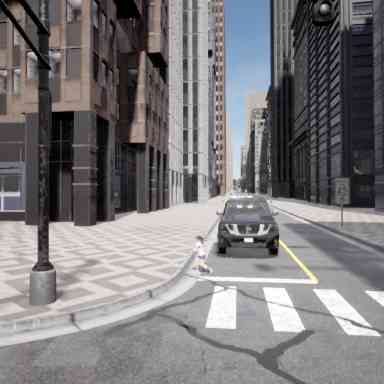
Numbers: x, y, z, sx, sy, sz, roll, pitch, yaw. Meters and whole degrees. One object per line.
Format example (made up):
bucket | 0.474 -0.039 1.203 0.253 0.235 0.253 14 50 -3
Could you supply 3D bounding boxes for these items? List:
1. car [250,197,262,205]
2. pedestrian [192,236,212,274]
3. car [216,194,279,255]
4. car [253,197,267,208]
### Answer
car | 11.852 1.646 61.497 1.895 1.301 4.718 0 0 7
pedestrian | 0.252 1.712 9.322 0.500 1.100 0.500 0 -1 8
car | 2.265 1.264 13.890 2.150 2.045 5.566 0 0 8
car | 10.539 1.565 51.649 1.837 1.490 4.892 0 0 7
